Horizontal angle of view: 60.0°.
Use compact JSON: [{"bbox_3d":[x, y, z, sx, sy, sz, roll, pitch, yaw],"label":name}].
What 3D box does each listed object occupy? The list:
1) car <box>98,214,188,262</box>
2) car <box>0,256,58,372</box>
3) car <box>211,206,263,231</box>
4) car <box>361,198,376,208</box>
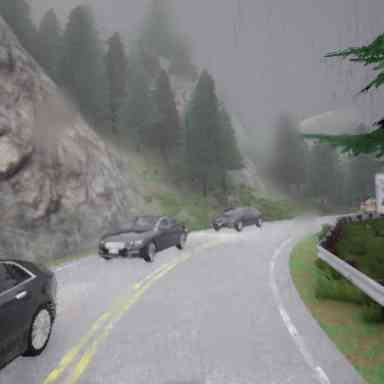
[{"bbox_3d":[-1.684,1.648,12.925,2.128,1.511,4.902,-1,-1,20],"label":"car"},{"bbox_3d":[-3.103,1.538,3.403,1.837,1.490,4.892,0,-1,3],"label":"car"},{"bbox_3d":[3.104,1.715,22.194,1.837,1.490,4.892,-4,-2,36],"label":"car"},{"bbox_3d":[17.004,1.155,29.312,5.008,1.535,1.882,-2,-3,-31],"label":"car"}]
